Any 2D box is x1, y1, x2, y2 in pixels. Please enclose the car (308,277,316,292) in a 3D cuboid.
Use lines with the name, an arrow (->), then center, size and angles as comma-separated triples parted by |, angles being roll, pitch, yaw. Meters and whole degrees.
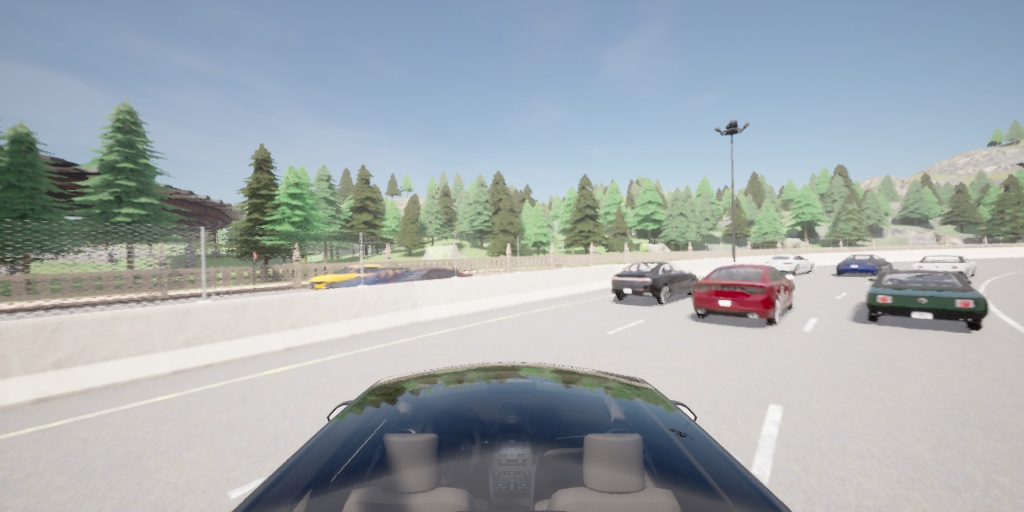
car -> -8.550, 1.229, 19.994 | 1.882, 1.535, 5.008 | -1, 1, 43

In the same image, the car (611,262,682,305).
car -> 5.842, 0.973, 14.432 | 4.902, 1.511, 2.128 | -2, 1, -44

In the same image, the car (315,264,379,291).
car -> -6.191, 1.271, 17.484 | 2.033, 1.411, 5.357 | -1, 1, 43

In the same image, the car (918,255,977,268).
car -> 24.523, 0.595, 20.291 | 4.718, 1.301, 1.895 | -2, 1, -32

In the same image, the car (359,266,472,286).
car -> -3.609, 1.216, 15.072 | 1.812, 1.442, 4.674 | -1, 1, 43

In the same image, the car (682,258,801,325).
car -> 7.078, 0.970, 10.778 | 1.882, 1.535, 5.008 | -1, 1, 45

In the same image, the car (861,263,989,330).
car -> 10.971, 1.016, 9.721 | 4.718, 1.301, 1.895 | -2, 1, -44

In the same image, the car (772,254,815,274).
car -> 19.593, 0.578, 25.386 | 4.674, 1.442, 1.812 | -2, 1, -34

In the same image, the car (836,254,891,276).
car -> 22.987, 0.560, 23.381 | 4.181, 1.385, 1.994 | -2, 1, -32
